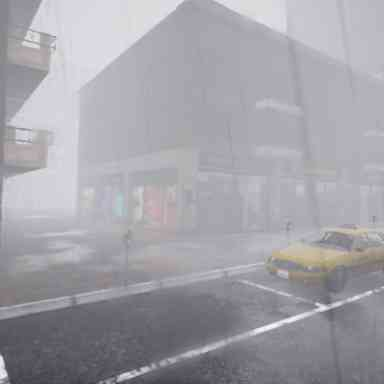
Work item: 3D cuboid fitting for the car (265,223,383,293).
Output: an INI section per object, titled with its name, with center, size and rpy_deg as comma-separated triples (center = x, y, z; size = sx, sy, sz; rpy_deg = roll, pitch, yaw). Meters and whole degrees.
[car]
center = 4.045, 1.555, 8.960
size = 4.829, 1.417, 1.752
rpy_deg = 0, 2, -35
